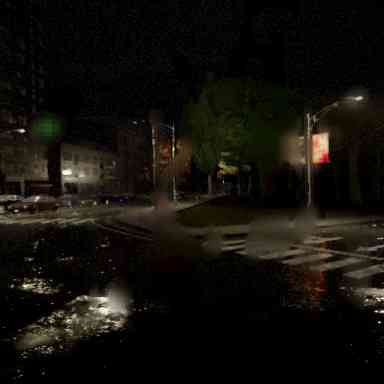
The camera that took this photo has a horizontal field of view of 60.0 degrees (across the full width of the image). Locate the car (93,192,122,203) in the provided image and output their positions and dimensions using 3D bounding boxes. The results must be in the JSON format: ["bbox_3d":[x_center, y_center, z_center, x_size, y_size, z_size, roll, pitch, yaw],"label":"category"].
[{"bbox_3d":[-12.348,0.816,48.941,2.033,1.411,5.357,-1,0,10],"label":"car"}]

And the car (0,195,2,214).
[{"bbox_3d":[-15.900,1.016,28.405,2.128,1.511,4.902,-1,1,10],"label":"car"}]

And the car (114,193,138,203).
[{"bbox_3d":[-9.282,0.808,47.583,1.895,1.301,4.718,-1,0,10],"label":"car"}]

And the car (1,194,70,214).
[{"bbox_3d":[-12.740,1.005,27.604,2.033,1.411,5.357,-1,1,10],"label":"car"}]

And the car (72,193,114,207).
[{"bbox_3d":[-11.027,0.806,37.403,1.882,1.535,5.008,-1,0,10],"label":"car"}]

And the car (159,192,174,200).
[{"bbox_3d":[-4.616,0.644,55.001,1.895,1.301,4.718,-1,0,10],"label":"car"}]

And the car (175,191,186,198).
[{"bbox_3d":[-2.637,0.458,67.163,2.033,1.411,5.357,-1,0,10],"label":"car"}]

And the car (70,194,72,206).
[{"bbox_3d":[-14.126,0.939,38.549,2.033,1.411,5.357,-1,0,10],"label":"car"}]
